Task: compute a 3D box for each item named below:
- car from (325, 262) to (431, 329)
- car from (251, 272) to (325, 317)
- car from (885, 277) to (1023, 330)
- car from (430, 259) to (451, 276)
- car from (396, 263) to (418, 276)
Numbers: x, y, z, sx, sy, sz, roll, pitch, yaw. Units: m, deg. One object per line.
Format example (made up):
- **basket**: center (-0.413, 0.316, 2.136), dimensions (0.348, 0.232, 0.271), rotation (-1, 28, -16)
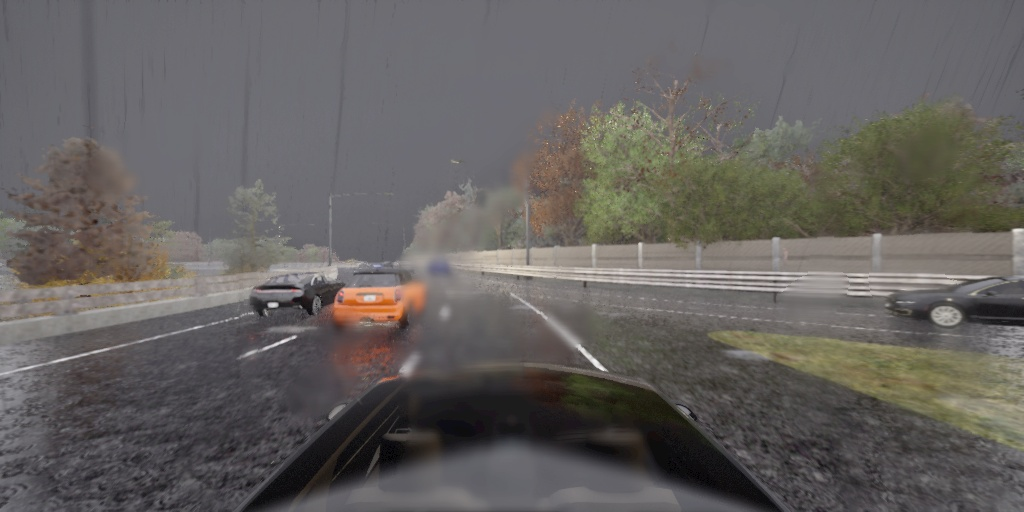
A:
- **car**: center (-4.131, 1.208, 11.960), dimensions (2.097, 1.767, 4.553), rotation (0, -1, -6)
- **car**: center (-7.901, 1.374, 13.860), dimensions (2.128, 1.511, 4.902), rotation (0, -1, -6)
- **car**: center (13.798, 1.301, 9.908), dimensions (4.892, 1.490, 1.837), rotation (-1, -1, 33)
- **car**: center (-9.318, 1.403, 45.350), dimensions (2.150, 2.045, 5.566), rotation (0, -1, -23)
- **car**: center (-13.685, 1.694, 46.542), dimensions (2.128, 1.511, 4.902), rotation (0, -1, -24)
